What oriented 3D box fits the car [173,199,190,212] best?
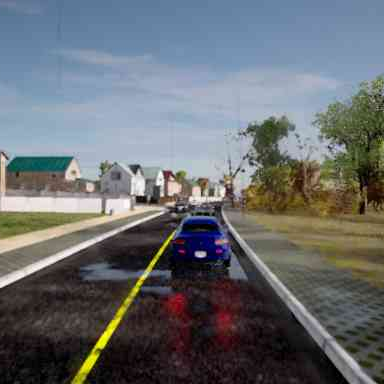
[{"bbox_3d":[-1.103,1.650,39.663,2.128,1.511,4.902,0,0,5],"label":"car"}]

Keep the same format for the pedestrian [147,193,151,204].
[{"bbox_3d":[-6.952,1.002,53.558,0.375,1.860,0.375,0,-3,4],"label":"pedestrian"}]

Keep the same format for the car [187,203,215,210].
[{"bbox_3d":[0.916,1.681,27.054,1.895,1.301,4.718,0,0,3],"label":"car"}]

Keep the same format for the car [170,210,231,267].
[{"bbox_3d":[0.283,1.548,11.418,1.812,1.442,4.674,0,0,1],"label":"car"}]
